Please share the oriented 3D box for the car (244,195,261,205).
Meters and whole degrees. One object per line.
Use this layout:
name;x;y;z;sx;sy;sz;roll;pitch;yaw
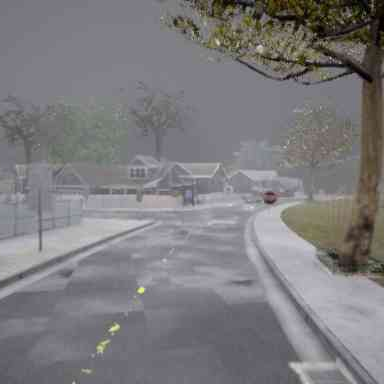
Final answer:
car;10.232;1.316;55.751;2.128;1.511;4.902;1;2;25
